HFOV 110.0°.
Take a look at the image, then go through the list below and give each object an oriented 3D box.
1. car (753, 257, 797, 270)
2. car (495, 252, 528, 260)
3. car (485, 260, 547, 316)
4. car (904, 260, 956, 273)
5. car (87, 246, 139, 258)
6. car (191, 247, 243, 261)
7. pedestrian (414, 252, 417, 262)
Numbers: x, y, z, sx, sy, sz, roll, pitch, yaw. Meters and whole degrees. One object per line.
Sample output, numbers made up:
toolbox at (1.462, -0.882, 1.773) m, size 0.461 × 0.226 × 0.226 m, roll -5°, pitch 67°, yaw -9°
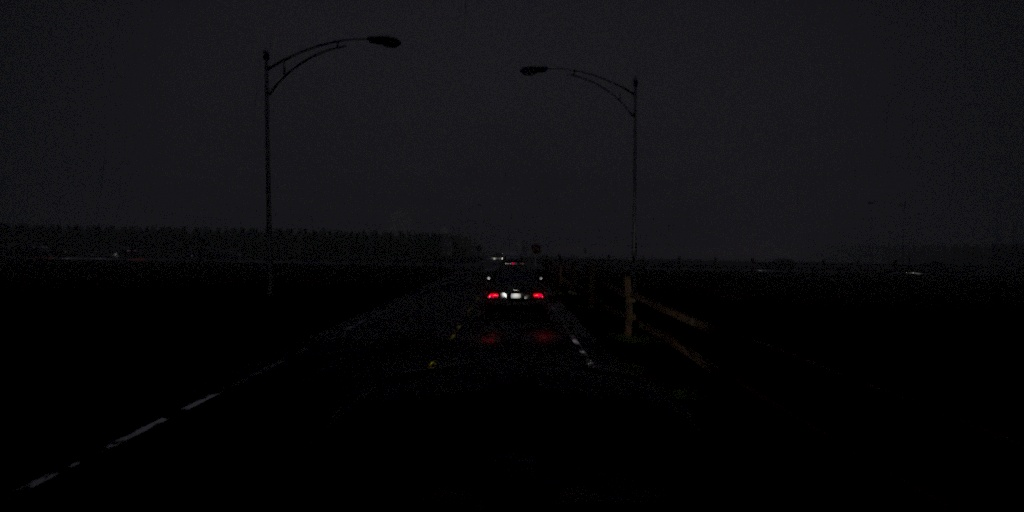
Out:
car at (30.889, 0.896, 42.245) m, size 4.674 × 1.442 × 1.812 m, roll 1°, pitch 1°, yaw 0°
car at (0.134, 0.653, 26.226) m, size 2.128 × 1.511 × 4.902 m, roll 0°, pitch 1°, yaw 1°
car at (0.102, 1.049, 12.053) m, size 2.033 × 1.411 × 5.357 m, roll 0°, pitch 1°, yaw 0°
car at (49.120, 1.263, 42.211) m, size 4.892 × 1.490 × 1.837 m, roll 1°, pitch 1°, yaw 0°
car at (-46.652, -0.494, 41.929) m, size 4.892 × 1.490 × 1.837 m, roll 1°, pitch 1°, yaw 2°
car at (-32.089, -0.212, 39.109) m, size 4.902 × 1.511 × 2.128 m, roll 1°, pitch 1°, yaw 0°
pedestrian at (-12.162, 0.125, 45.142) m, size 0.375 × 1.300 × 0.375 m, roll 0°, pitch 0°, yaw 0°
